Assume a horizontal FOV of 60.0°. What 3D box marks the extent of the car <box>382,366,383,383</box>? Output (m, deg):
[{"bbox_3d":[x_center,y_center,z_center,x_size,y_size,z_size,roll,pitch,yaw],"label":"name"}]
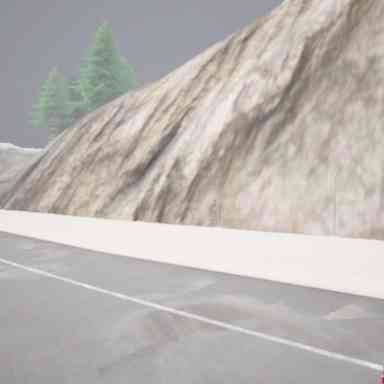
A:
[{"bbox_3d":[3.914,1.231,1.265,5.566,2.045,2.150,0,0,35],"label":"car"}]
